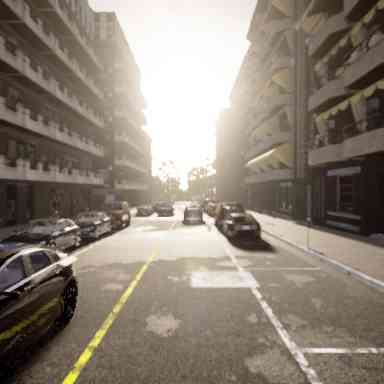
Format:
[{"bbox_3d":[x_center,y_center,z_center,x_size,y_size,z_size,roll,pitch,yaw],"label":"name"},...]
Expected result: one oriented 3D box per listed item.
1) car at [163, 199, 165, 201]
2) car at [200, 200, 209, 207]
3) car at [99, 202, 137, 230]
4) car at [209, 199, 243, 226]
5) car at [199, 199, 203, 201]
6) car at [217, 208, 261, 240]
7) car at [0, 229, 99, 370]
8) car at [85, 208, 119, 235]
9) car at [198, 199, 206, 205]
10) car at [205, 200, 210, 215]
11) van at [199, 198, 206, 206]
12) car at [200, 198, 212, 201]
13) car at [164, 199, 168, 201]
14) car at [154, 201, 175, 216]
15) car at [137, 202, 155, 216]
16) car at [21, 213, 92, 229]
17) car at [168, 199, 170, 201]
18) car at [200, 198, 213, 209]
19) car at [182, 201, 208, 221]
[{"bbox_3d":[-5.685,2.248,51.645,1.887,1.381,4.507,-1,-1,0],"label":"car"},{"bbox_3d":[2.703,2.547,73.785,1.887,1.381,4.507,-1,-1,0],"label":"car"},{"bbox_3d":[-5.699,1.643,24.029,2.192,1.841,5.009,-1,-1,0],"label":"car"},{"bbox_3d":[2.681,1.645,24.074,2.192,1.841,5.009,-1,-1,0],"label":"car"},{"bbox_3d":[0.106,2.066,43.183,1.882,1.535,5.008,0,0,0],"label":"car"},{"bbox_3d":[2.683,1.820,18.548,1.947,1.339,4.313,-1,-1,0],"label":"car"},{"bbox_3d":[-3.097,1.556,4.601,2.128,1.511,4.902,0,-1,0],"label":"car"},{"bbox_3d":[-5.697,1.804,18.503,2.008,1.369,4.403,-1,-1,0],"label":"car"},{"bbox_3d":[2.707,2.662,90.358,1.967,1.590,4.097,-1,-1,0],"label":"car"},{"bbox_3d":[2.691,2.082,40.813,1.752,1.417,4.829,-1,-1,0],"label":"car"},{"bbox_3d":[2.703,2.490,84.836,1.690,1.788,3.998,-1,-1,0],"label":"van"},{"bbox_3d":[2.691,2.020,51.693,2.192,1.841,5.009,-1,-1,0],"label":"car"},{"bbox_3d":[-5.683,2.301,57.000,1.752,1.417,4.829,-1,-1,0],"label":"car"},{"bbox_3d":[-3.083,2.146,39.988,1.895,1.301,4.718,0,-1,0],"label":"car"},{"bbox_3d":[-5.689,2.104,40.597,2.008,1.369,4.403,-1,-1,0],"label":"car"},{"bbox_3d":[-5.699,1.729,12.980,2.008,1.369,4.403,-1,-1,0],"label":"car"},{"bbox_3d":[-5.680,2.418,62.692,1.947,1.339,4.313,-1,-1,0],"label":"car"},{"bbox_3d":[2.695,2.169,62.741,2.192,1.841,5.009,-1,-1,0],"label":"car"},{"bbox_3d":[0.106,1.928,31.906,2.128,1.511,4.902,0,-1,0],"label":"car"}]
